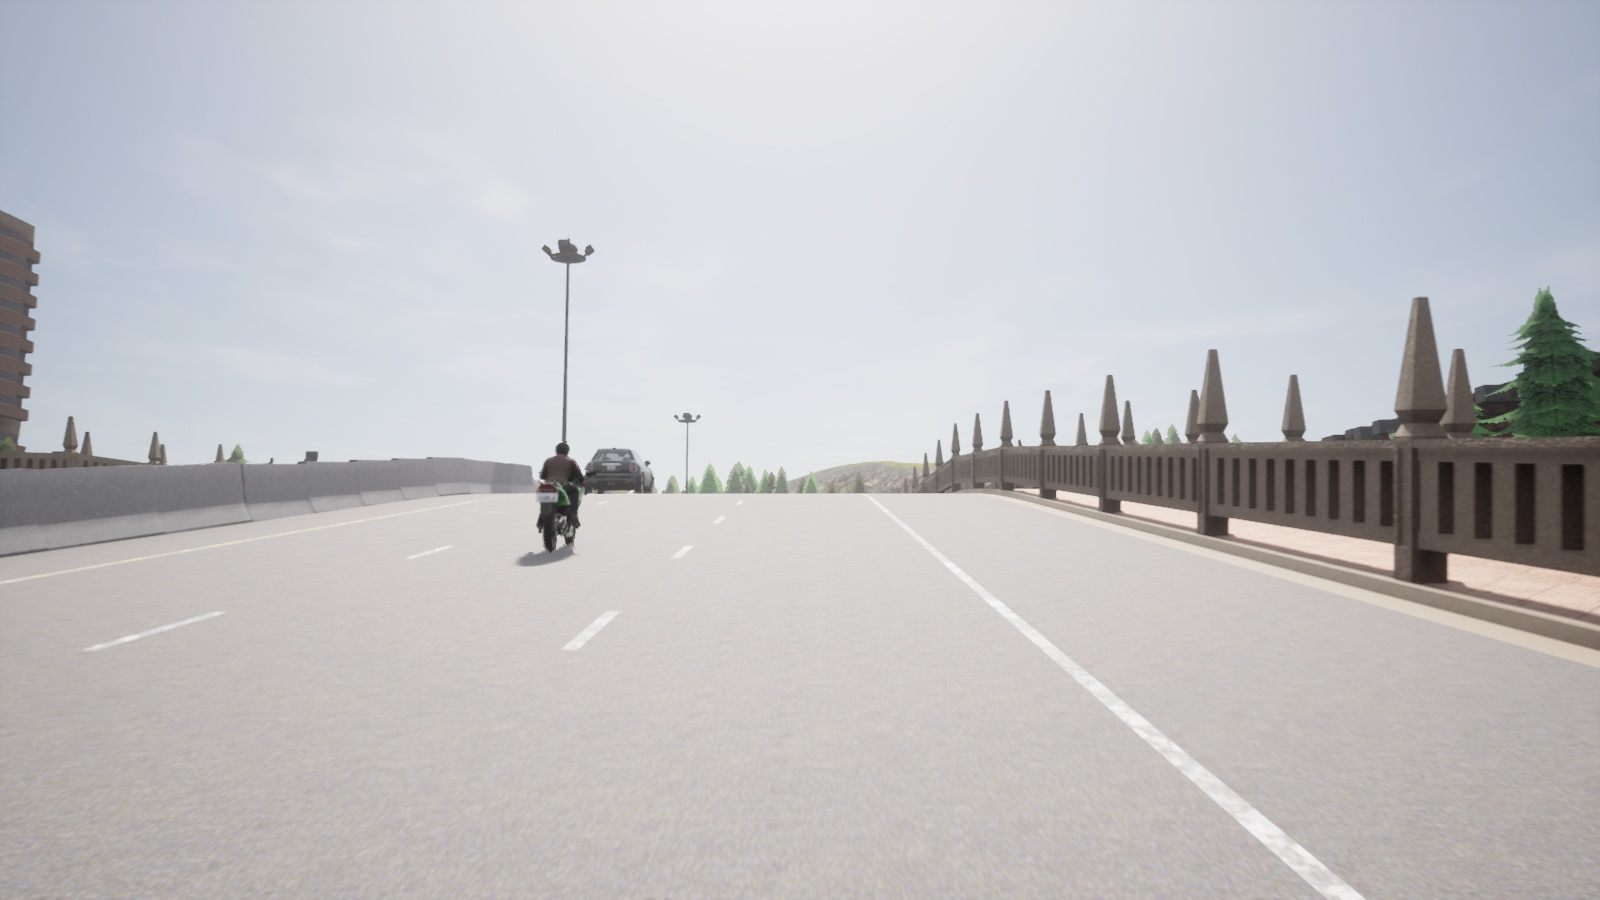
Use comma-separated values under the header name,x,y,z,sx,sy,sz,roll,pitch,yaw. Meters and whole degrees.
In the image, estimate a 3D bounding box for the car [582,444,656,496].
name,x,y,z,sx,sy,sz,roll,pitch,yaw
car,-6.713,0.784,47.047,2.097,1.767,4.553,0,-3,0

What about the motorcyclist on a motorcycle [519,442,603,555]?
name,x,y,z,sx,sy,sz,roll,pitch,yaw
motorcyclist on a motorcycle,-3.381,0.652,17.912,0.797,1.523,2.044,0,0,0
